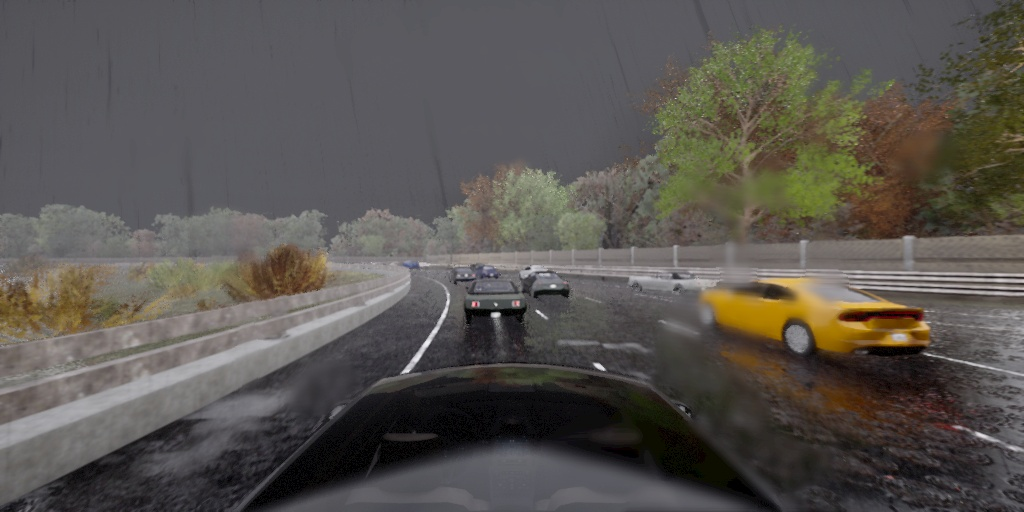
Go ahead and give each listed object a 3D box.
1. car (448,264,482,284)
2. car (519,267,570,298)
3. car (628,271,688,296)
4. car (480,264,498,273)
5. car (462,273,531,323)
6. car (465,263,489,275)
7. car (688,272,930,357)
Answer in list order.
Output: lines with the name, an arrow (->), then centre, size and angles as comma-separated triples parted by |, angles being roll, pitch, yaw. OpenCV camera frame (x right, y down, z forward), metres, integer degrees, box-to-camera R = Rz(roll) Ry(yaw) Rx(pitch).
car -> -4.340, 1.639, 30.813 | 2.033, 1.411, 5.357 | 0, -1, -17
car -> 1.722, 1.513, 19.991 | 1.994, 1.385, 4.181 | 0, -1, -10
car -> 9.028, 1.534, 20.706 | 1.895, 1.301, 4.718 | 0, -1, -29
car -> -2.717, 1.681, 37.019 | 1.812, 1.442, 4.674 | 0, -1, -19
car -> -0.716, 1.478, 12.834 | 1.895, 1.301, 4.718 | 0, -1, -6
car -> -5.039, 1.830, 51.257 | 1.837, 1.490, 4.892 | 0, -1, -27
car -> 6.638, 1.280, 8.739 | 1.882, 1.535, 5.008 | 0, 0, -3
